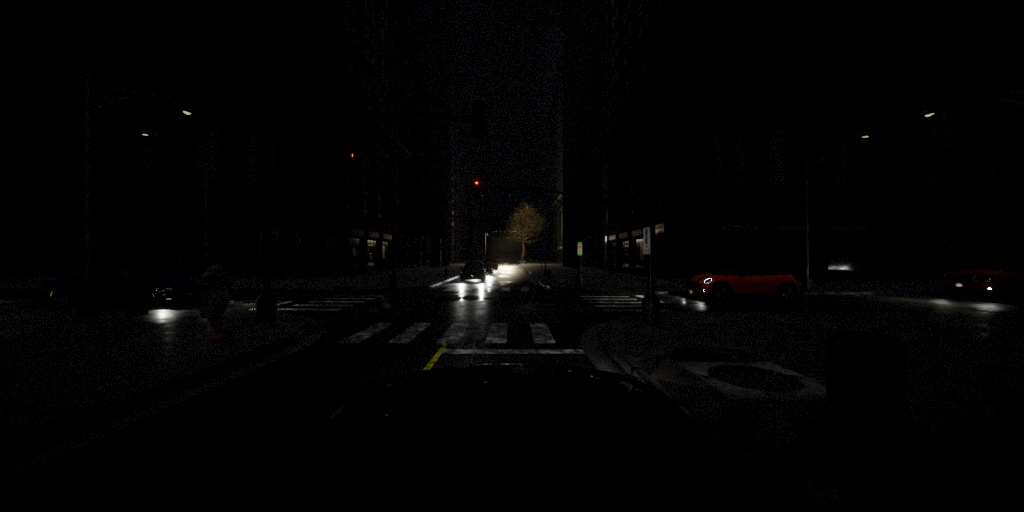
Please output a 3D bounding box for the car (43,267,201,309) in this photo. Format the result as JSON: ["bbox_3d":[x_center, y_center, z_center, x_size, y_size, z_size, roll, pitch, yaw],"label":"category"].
[{"bbox_3d":[-14.907,1.176,13.895,5.008,1.535,1.882,0,0,2],"label":"car"}]

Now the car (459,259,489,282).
[{"bbox_3d":[-3.092,1.255,29.117,1.837,1.490,4.892,0,0,-2],"label":"car"}]

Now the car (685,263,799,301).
[{"bbox_3d":[10.785,1.138,17.088,4.553,1.767,2.097,0,0,0],"label":"car"}]

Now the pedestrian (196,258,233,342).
[{"bbox_3d":[-6.453,0.891,7.791,0.375,1.860,0.375,0,0,0],"label":"pedestrian"}]

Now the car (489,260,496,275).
[{"bbox_3d":[-3.086,1.355,39.085,1.895,1.301,4.718,0,0,0],"label":"car"}]

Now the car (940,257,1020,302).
[{"bbox_3d":[24.064,1.050,17.078,5.566,2.045,2.150,0,0,0],"label":"car"}]

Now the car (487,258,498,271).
[{"bbox_3d":[-3.068,1.118,50.636,2.097,1.767,4.553,0,0,0],"label":"car"}]
